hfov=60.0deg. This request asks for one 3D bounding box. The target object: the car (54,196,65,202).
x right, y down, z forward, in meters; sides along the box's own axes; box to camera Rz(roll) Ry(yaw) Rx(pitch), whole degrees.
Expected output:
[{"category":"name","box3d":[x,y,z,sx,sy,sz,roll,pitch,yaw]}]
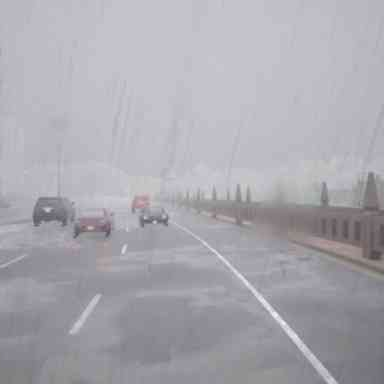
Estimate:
[{"category":"car","box3d":[-33.213,1.822,83.616,1.994,1.385,4.181,0,0,-12]}]

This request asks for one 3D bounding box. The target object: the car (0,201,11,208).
[{"category":"car","box3d":[-18.891,1.789,31.622,1.895,1.301,4.718,0,0,-12]}]

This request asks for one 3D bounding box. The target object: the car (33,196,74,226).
[{"category":"car","box3d":[-10.124,1.354,24.710,2.150,2.045,5.566,0,0,-11]}]

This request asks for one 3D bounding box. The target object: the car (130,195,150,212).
[{"category":"car","box3d":[-6.397,1.410,41.329,2.150,2.045,5.566,0,0,-11]}]

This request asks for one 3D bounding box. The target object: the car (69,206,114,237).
[{"category":"car","box3d":[-5.428,1.619,18.717,1.812,1.442,4.674,0,0,-10]}]

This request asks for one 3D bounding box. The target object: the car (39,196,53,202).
[{"category":"car","box3d":[-36.894,1.717,84.121,2.033,1.411,5.357,0,0,-12]}]

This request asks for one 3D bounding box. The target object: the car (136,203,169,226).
[{"category":"car","box3d":[-2.877,1.707,24.134,1.895,1.301,4.718,0,0,-11]}]

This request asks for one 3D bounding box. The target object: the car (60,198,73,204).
[{"category":"car","box3d":[-27.273,1.973,72.282,1.895,1.301,4.718,0,0,-12]}]
